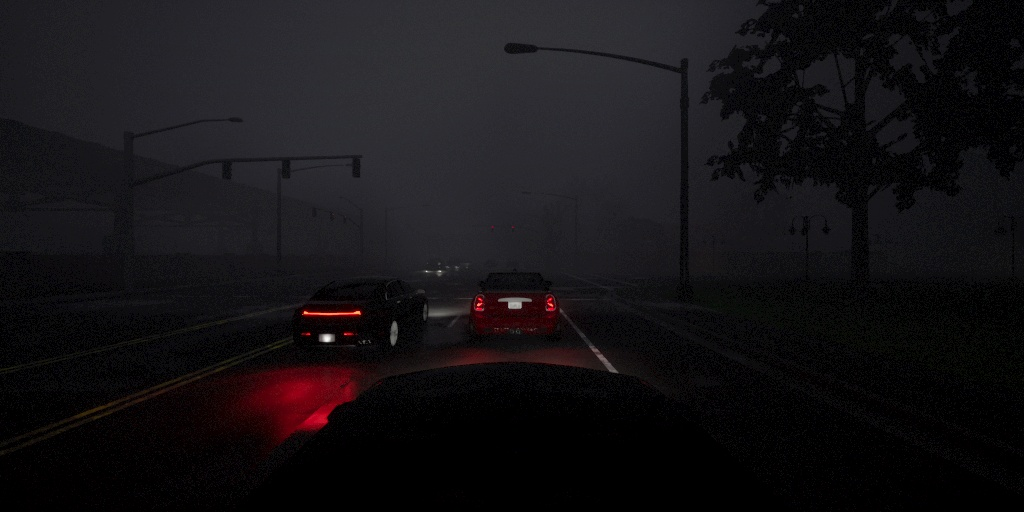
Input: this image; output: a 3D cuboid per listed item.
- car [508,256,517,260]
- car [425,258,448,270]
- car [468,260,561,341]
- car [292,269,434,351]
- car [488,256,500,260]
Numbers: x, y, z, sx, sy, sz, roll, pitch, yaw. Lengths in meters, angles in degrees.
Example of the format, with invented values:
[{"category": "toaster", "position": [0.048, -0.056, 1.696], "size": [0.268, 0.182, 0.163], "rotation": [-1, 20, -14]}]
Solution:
[{"category": "car", "position": [0.074, 1.139, 54.696], "size": [2.128, 1.511, 4.902], "rotation": [0, 1, 0]}, {"category": "car", "position": [-10.487, 1.040, 49.159], "size": [2.097, 1.767, 4.553], "rotation": [0, 0, -2]}, {"category": "car", "position": [0.075, 1.102, 9.990], "size": [2.097, 1.767, 4.553], "rotation": [0, 0, 0]}, {"category": "car", "position": [-3.421, 1.255, 8.997], "size": [1.837, 1.490, 4.892], "rotation": [0, 0, -1]}, {"category": "car", "position": [-3.428, 1.160, 58.926], "size": [1.994, 1.385, 4.181], "rotation": [0, 1, 0]}]
